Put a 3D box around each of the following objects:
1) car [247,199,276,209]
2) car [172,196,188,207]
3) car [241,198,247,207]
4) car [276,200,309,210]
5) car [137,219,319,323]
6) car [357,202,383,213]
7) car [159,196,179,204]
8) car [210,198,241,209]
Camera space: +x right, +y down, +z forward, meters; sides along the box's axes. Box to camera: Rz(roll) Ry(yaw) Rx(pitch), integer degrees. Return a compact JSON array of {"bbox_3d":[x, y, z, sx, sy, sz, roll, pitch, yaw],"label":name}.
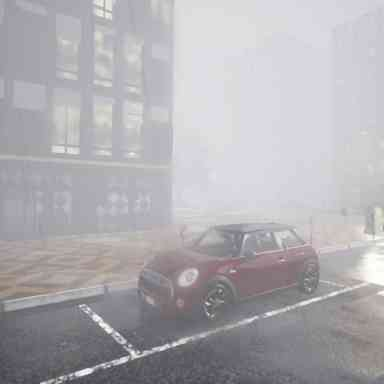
[{"bbox_3d":[11.122,1.798,51.430,1.887,1.381,4.507,1,-1,-35],"label":"car"},{"bbox_3d":[-2.276,1.731,55.844,1.887,1.381,4.507,1,-1,-35],"label":"car"},{"bbox_3d":[7.844,1.724,56.058,1.967,1.590,4.097,1,-1,-35],"label":"car"},{"bbox_3d":[14.399,1.805,46.802,1.802,1.307,4.206,1,-1,-35],"label":"car"},{"bbox_3d":[0.873,1.441,7.172,4.097,1.590,1.967,0,1,-36],"label":"car"},{"bbox_3d":[20.955,1.728,37.548,1.947,1.339,4.313,1,-1,-35],"label":"car"},{"bbox_3d":[-5.267,1.722,74.568,2.192,1.841,5.009,1,-1,-35],"label":"car"},{"bbox_3d":[4.280,1.676,46.590,2.008,1.369,4.403,1,-1,-35],"label":"car"}]
